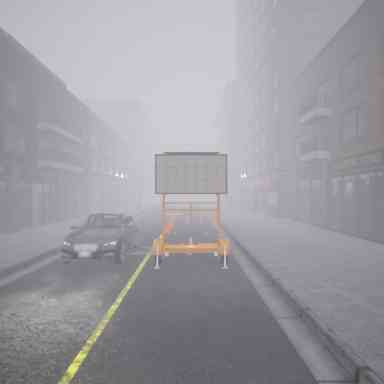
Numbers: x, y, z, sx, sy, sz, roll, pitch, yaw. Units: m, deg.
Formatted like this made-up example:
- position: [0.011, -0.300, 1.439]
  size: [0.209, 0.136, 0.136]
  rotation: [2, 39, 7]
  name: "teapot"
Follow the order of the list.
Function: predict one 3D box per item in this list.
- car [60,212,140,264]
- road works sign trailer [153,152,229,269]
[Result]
- position: [-3.036, 1.493, 11.847]
  size: [2.128, 1.511, 4.902]
  rotation: [0, 0, 0]
  name: "car"
- position: [-0.027, 0.467, 11.172]
  size: [2.380, 3.560, 2.880]
  rotation: [0, 0, 0]
  name: "road works sign trailer"
